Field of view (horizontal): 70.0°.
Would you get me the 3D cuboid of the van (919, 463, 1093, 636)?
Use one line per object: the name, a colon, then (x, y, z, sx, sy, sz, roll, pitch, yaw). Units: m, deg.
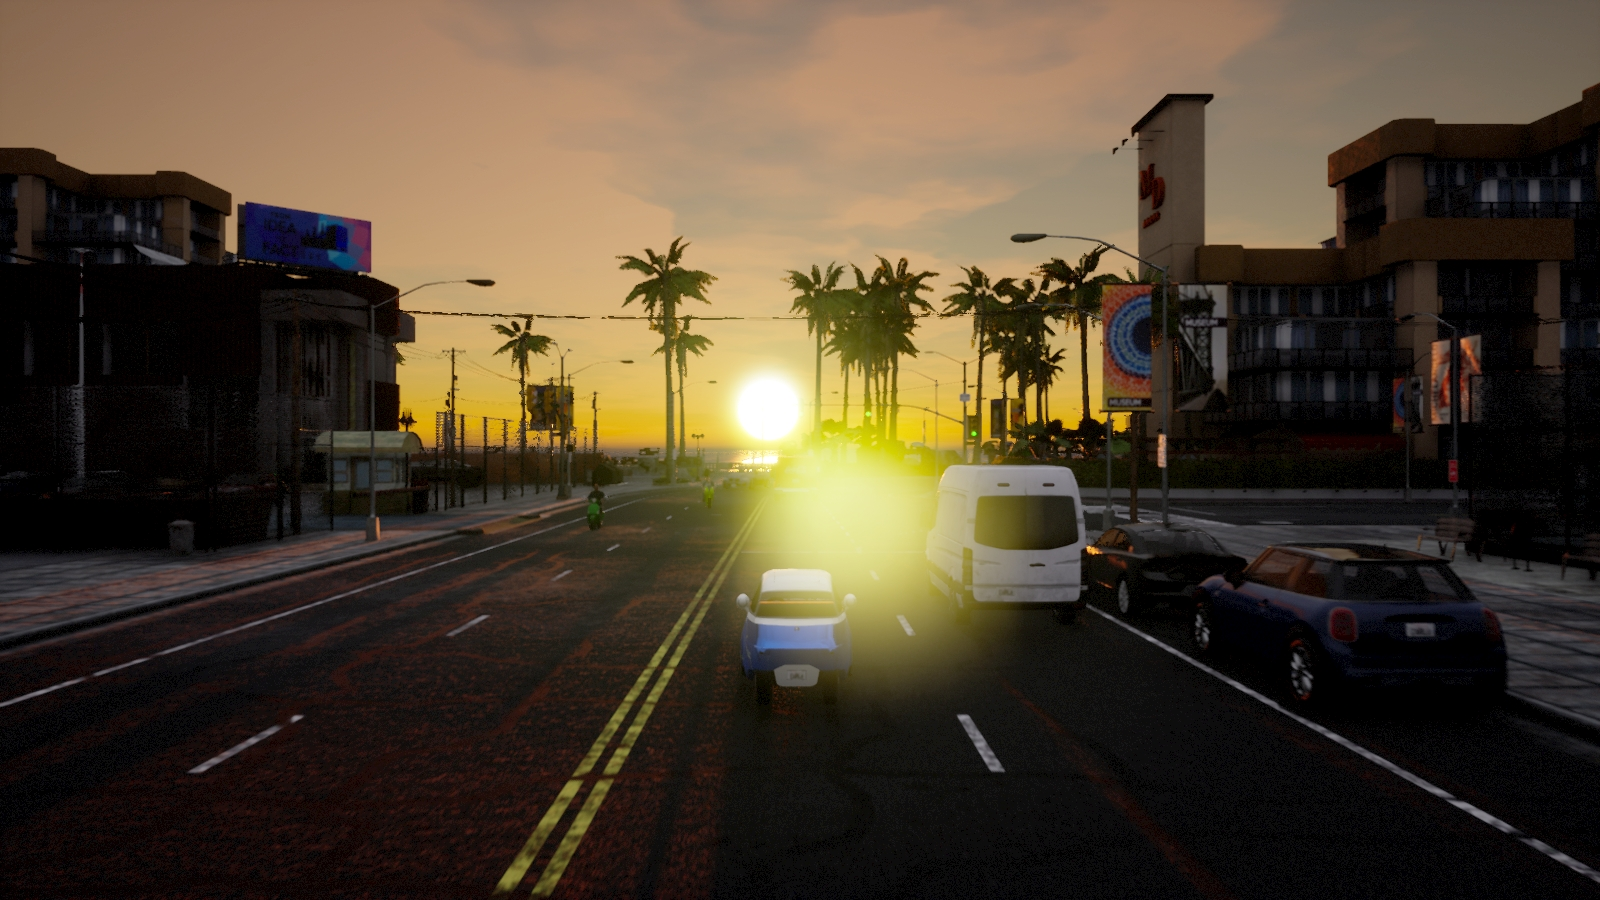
van: (3.432, 1.536, 20.262, 1.988, 2.561, 5.915, 0, 0, 0)

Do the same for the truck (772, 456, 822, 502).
truck: (-0.126, 1.573, 64.814, 2.627, 2.467, 5.204, 0, 0, 2)

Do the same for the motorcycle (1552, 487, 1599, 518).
motorcycle: (32.894, 2.208, 47.898, 2.209, 1.251, 0.867, 0, 0, 0)

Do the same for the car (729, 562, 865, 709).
car: (-0.039, 2.121, 13.502, 1.481, 1.376, 2.207, 0, 0, 0)
